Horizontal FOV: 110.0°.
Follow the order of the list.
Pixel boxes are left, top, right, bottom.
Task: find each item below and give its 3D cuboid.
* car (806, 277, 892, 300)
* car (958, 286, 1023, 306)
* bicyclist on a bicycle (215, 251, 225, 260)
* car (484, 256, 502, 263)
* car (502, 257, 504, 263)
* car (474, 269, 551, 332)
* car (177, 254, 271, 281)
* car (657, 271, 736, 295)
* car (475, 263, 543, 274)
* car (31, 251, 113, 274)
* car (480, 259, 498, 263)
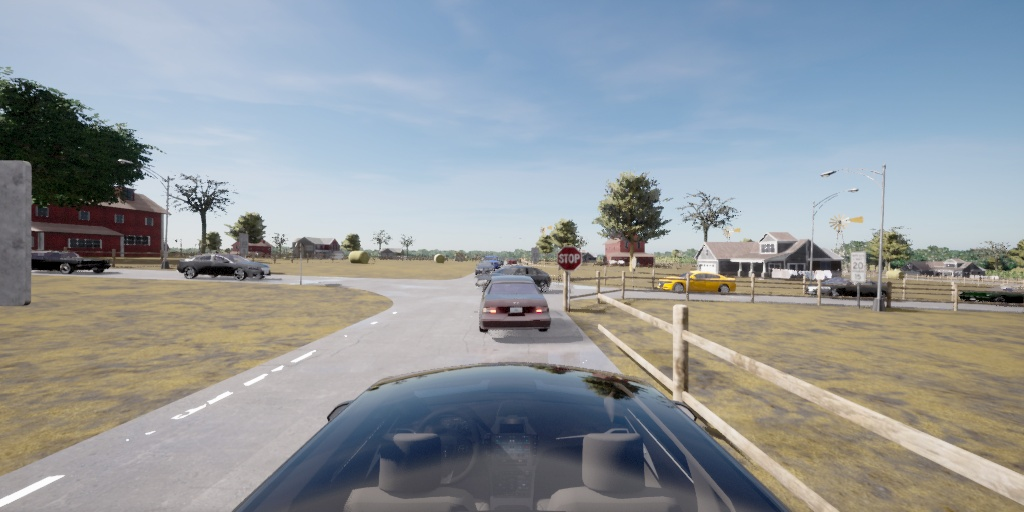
[{"bbox_3d":[22.999,2.200,24.599,4.902,1.511,2.128,2,0,0],"label":"car"},{"bbox_3d":[33.841,2.753,24.600,4.718,1.301,1.895,2,0,0],"label":"car"},{"bbox_3d":[-22.604,0.406,27.605,0.582,1.620,1.656,2,0,0],"label":"bicyclist on a bicycle"},{"bbox_3d":[-2.813,0.991,48.314,2.150,2.045,5.566,0,0,0],"label":"car"},{"bbox_3d":[-2.803,1.134,58.374,2.097,1.767,4.553,0,0,0],"label":"car"},{"bbox_3d":[-0.029,1.299,10.822,2.033,1.411,5.357,0,0,-3],"label":"car"},{"bbox_3d":[-17.245,0.630,21.623,4.902,1.511,2.128,2,0,0],"label":"car"},{"bbox_3d":[12.573,1.771,24.540,5.008,1.535,1.882,2,0,-2],"label":"car"},{"bbox_3d":[0.144,1.310,19.981,4.892,1.490,1.837,3,-2,-44],"label":"car"},{"bbox_3d":[-27.348,0.366,21.619,4.718,1.301,1.895,2,0,0],"label":"car"},{"bbox_3d":[-2.831,1.289,38.351,1.812,1.442,4.674,0,0,0],"label":"car"}]
